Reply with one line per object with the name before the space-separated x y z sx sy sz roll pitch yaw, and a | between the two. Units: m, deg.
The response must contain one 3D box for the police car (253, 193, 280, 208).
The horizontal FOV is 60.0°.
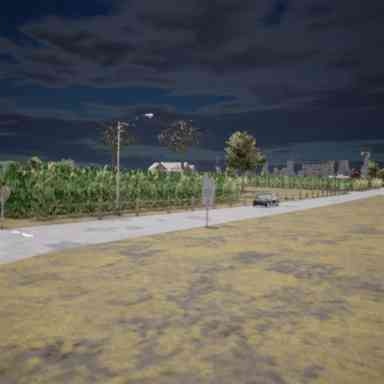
police car | 9.145 0.976 40.961 1.930 1.638 5.238 3 2 36
